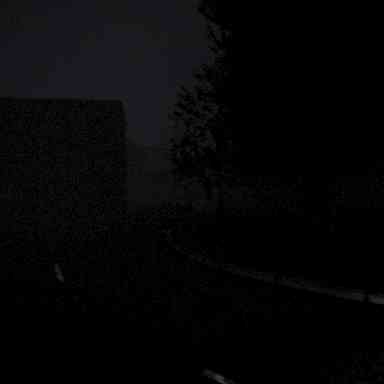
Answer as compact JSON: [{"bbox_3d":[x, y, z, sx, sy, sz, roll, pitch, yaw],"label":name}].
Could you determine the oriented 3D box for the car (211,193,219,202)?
[{"bbox_3d":[3.897,0.857,53.286,1.882,1.535,5.008,-1,0,-1],"label":"car"}]
